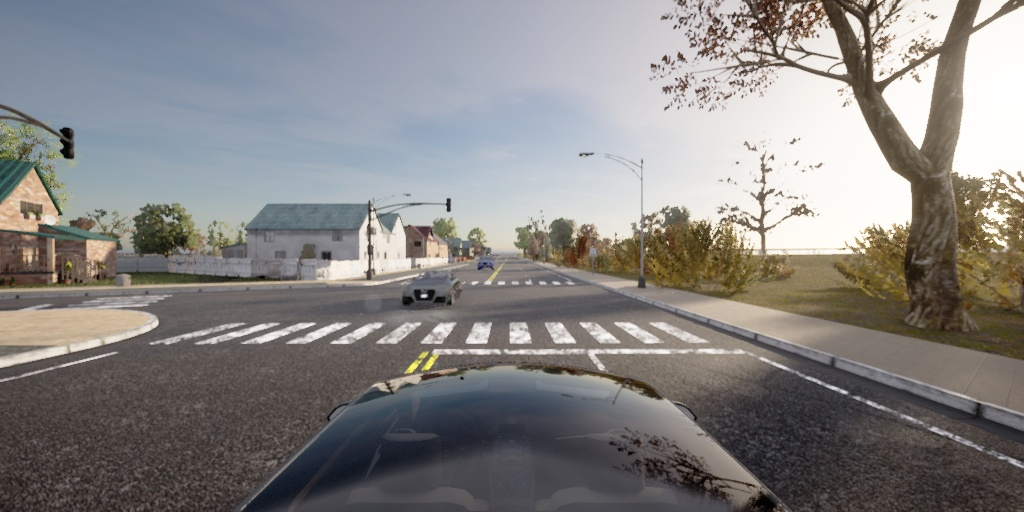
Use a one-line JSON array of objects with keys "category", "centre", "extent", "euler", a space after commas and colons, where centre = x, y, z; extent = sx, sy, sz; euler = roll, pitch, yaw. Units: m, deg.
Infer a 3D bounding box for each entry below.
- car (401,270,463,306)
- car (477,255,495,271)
[{"category": "car", "centre": [-3.327, 1.318, 15.562], "extent": [1.994, 1.385, 4.181], "euler": [0, 0, 0]}, {"category": "car", "centre": [-3.521, 0.943, 49.197], "extent": [2.150, 2.045, 5.566], "euler": [0, 0, 0]}]
